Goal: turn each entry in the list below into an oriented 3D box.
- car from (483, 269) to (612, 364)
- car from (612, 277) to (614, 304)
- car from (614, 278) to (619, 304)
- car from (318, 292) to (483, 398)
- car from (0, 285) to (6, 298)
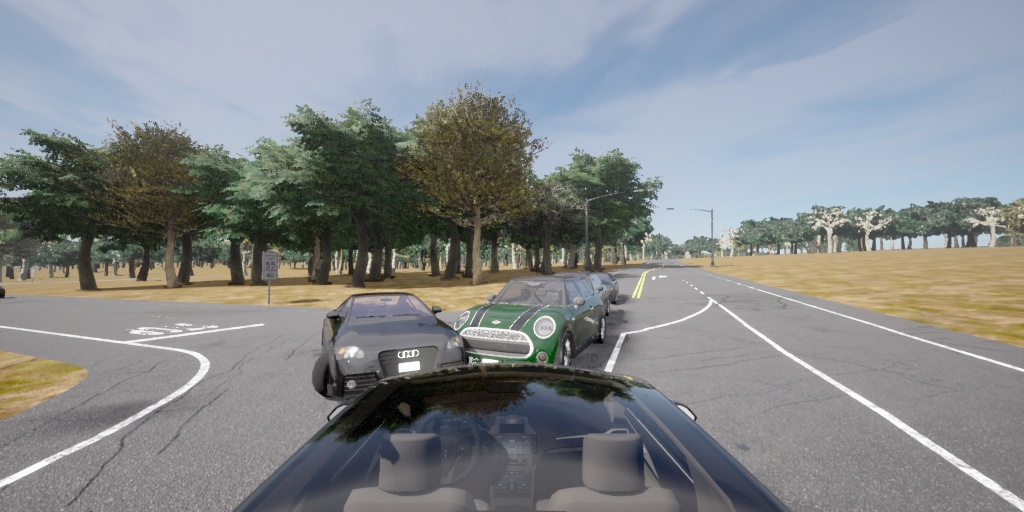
[{"bbox_3d":[0.619,1.218,7.804,2.097,1.767,4.553,-1,-2,26],"label":"car"},{"bbox_3d":[2.026,1.344,12.117,2.097,1.767,4.553,-1,-1,21],"label":"car"},{"bbox_3d":[4.220,1.509,17.843,1.994,1.385,4.181,-1,0,19],"label":"car"},{"bbox_3d":[-2.353,1.376,6.599,1.994,1.385,4.181,1,-2,-29],"label":"car"},{"bbox_3d":[-40.858,2.562,27.364,4.181,1.385,1.994,-2,-3,22],"label":"car"}]
